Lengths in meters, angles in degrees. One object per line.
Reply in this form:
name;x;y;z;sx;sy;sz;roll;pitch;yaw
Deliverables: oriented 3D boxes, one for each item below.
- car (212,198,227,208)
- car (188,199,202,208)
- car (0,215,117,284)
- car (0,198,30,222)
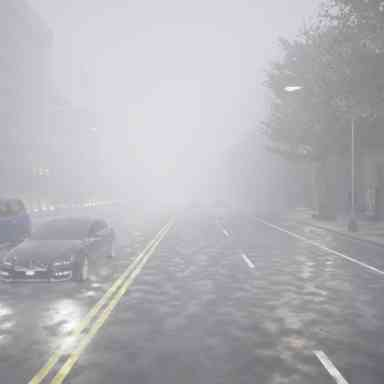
car;3.911;1.564;47.306;1.994;1.385;4.181;0;0;0
car;0.420;1.601;48.240;1.895;1.301;4.718;0;0;0
car;-3.530;1.503;9.723;1.837;1.490;4.892;0;1;1
car;-7.031;1.221;10.172;2.150;2.045;5.566;0;0;1
